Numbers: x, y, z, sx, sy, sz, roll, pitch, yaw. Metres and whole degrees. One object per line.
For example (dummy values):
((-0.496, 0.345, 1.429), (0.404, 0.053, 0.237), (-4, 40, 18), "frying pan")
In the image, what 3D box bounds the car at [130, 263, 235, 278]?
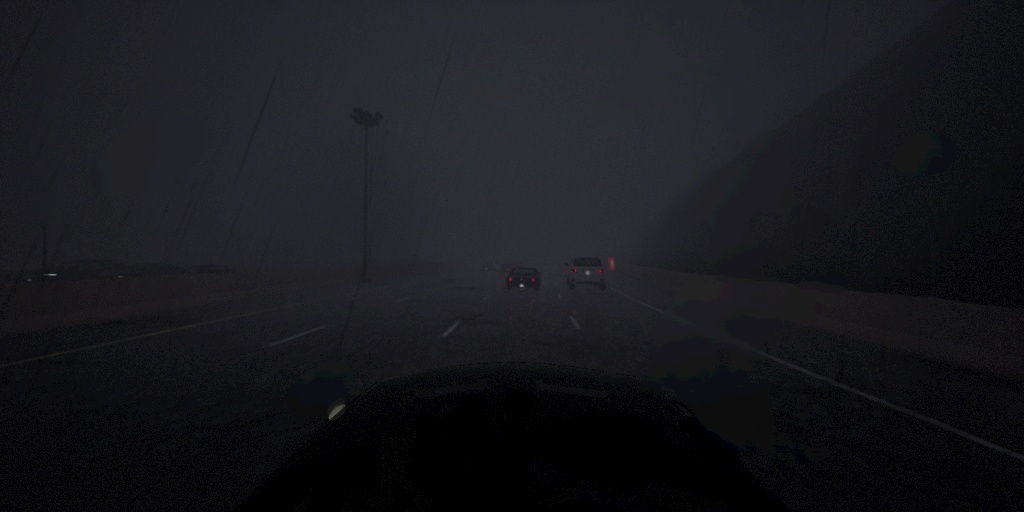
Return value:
((-16.858, 1.140, 19.280), (1.895, 1.301, 4.718), (1, 0, 5), "car")

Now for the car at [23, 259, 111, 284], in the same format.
((-23.778, 0.945, 20.272), (2.128, 1.511, 4.902), (1, 0, 5), "car")

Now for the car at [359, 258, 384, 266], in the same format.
((-21.675, 1.005, 55.633), (1.812, 1.442, 4.674), (1, 0, 12), "car")

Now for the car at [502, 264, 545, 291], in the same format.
((0.825, 1.359, 22.239), (1.895, 1.301, 4.718), (1, 0, 7), "car")

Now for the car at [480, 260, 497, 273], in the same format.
((-2.532, 1.241, 43.874), (1.812, 1.442, 4.674), (1, 0, 11), "car")

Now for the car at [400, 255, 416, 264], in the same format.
((-16.950, 0.780, 61.423), (2.150, 2.045, 5.566), (1, 0, 12), "car")

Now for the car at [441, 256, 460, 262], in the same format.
((-9.908, 1.142, 61.026), (1.812, 1.442, 4.674), (1, 0, 12), "car")

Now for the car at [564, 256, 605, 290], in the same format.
((4.671, 1.028, 23.194), (2.150, 2.045, 5.566), (0, 0, 7), "car")

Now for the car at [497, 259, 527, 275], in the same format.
((0.080, 1.226, 39.220), (1.882, 1.535, 5.008), (0, 0, 11), "car")

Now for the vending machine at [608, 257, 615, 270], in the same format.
((15.774, 1.137, 56.804), (1.100, 2.100, 0.880), (0, 0, 11), "vending machine")

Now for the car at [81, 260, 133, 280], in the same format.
((-20.289, 1.061, 19.945), (1.994, 1.385, 4.181), (1, 0, 5), "car")

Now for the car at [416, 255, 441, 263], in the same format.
((-13.513, 0.823, 60.783), (2.150, 2.045, 5.566), (1, 0, 12), "car")
